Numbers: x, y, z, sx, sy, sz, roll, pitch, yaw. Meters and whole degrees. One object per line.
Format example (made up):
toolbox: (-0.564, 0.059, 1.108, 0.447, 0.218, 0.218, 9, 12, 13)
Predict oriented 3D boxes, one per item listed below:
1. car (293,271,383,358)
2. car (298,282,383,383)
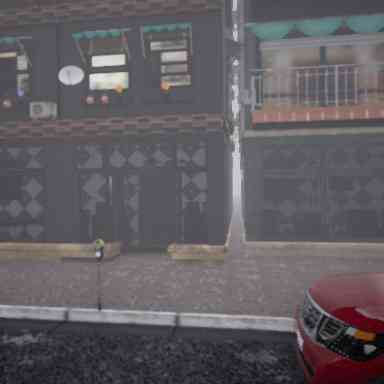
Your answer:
car: (3.676, 1.303, 3.341, 5.009, 1.841, 2.192, 0, 0, 8)
car: (3.209, 1.491, 1.520, 4.892, 1.490, 1.837, 0, 0, 8)
